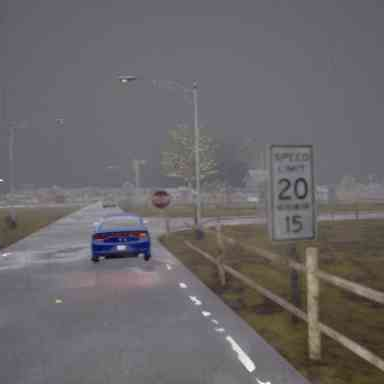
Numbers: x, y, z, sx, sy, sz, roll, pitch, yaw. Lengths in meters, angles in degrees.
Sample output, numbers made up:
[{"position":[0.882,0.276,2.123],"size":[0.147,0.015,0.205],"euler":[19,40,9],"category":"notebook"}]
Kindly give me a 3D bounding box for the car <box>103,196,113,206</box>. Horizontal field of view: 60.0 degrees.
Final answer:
[{"position":[-19.785,2.083,78.493],"size":[2.150,2.045,5.566],"euler":[-2,-1,-14],"category":"car"}]

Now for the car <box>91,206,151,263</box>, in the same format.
[{"position":[-2.612,1.515,12.368],"size":[1.882,1.535,5.008],"euler":[-2,0,-12],"category":"car"}]

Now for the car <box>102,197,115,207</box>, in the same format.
[{"position":[-14.359,2.118,57.796],"size":[1.994,1.385,4.181],"euler":[-2,-1,-14],"category":"car"}]
